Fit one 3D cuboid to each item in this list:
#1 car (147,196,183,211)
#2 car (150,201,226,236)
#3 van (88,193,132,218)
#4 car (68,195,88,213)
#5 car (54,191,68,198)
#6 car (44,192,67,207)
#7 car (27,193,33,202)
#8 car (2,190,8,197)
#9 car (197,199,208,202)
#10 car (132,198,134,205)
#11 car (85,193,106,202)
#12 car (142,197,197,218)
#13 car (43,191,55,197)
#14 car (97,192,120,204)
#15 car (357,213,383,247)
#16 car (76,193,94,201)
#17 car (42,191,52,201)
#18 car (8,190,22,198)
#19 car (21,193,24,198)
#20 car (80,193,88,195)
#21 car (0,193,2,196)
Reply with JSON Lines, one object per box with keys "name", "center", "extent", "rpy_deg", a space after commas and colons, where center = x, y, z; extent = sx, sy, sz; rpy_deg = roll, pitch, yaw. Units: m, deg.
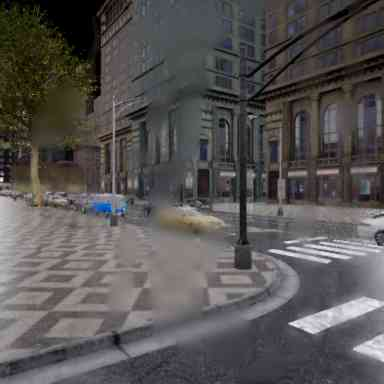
{"name": "car", "center": [-3.018, 1.220, 36.647], "extent": [1.887, 1.381, 4.507], "rpy_deg": [1, 0, -35]}
{"name": "car", "center": [-0.155, 1.396, 17.813], "extent": [1.752, 1.417, 4.829], "rpy_deg": [1, 0, -35]}
{"name": "van", "center": [-6.735, 1.089, 27.133], "extent": [1.690, 1.788, 3.998], "rpy_deg": [1, 0, -35]}
{"name": "car", "center": [-9.978, 1.228, 31.722], "extent": [2.008, 1.369, 4.403], "rpy_deg": [1, 0, -35]}
{"name": "car", "center": [-28.947, 0.584, 73.351], "extent": [1.887, 1.381, 4.507], "rpy_deg": [1, 0, -35]}
{"name": "car", "center": [-16.363, 1.049, 40.763], "extent": [1.752, 1.417, 4.829], "rpy_deg": [1, 0, -35]}
{"name": "car", "center": [-22.943, 0.909, 50.078], "extent": [2.008, 1.369, 4.403], "rpy_deg": [1, 0, -35]}
{"name": "car", "center": [-42.388, 0.328, 77.605], "extent": [1.967, 1.590, 4.097], "rpy_deg": [1, 0, -35]}
{"name": "car", "center": [0.221, 1.312, 32.060], "extent": [1.947, 1.339, 4.313], "rpy_deg": [1, 0, -35]}
{"name": "car", "center": [-9.502, 1.070, 45.826], "extent": [2.008, 1.369, 4.403], "rpy_deg": [1, 0, -35]}
{"name": "car", "center": [-15.984, 0.907, 55.001], "extent": [2.008, 1.369, 4.403], "rpy_deg": [1, 0, -35]}
{"name": "car", "center": [-2.092, 1.287, 25.157], "extent": [2.128, 1.511, 4.902], "rpy_deg": [0, 1, -35]}
{"name": "car", "center": [-35.429, 0.468, 82.526], "extent": [1.802, 1.307, 4.206], "rpy_deg": [1, 0, -35]}
{"name": "car", "center": [-12.741, 0.877, 50.414], "extent": [1.967, 1.590, 4.097], "rpy_deg": [1, 0, -35]}
{"name": "car", "center": [9.187, 1.494, 13.290], "extent": [4.674, 1.442, 1.812], "rpy_deg": [1, 1, 29]}
{"name": "car", "center": [-19.225, 0.857, 59.589], "extent": [1.802, 1.307, 4.206], "rpy_deg": [1, 0, -35]}
{"name": "car", "center": [-19.702, 0.990, 45.490], "extent": [2.008, 1.369, 4.403], "rpy_deg": [1, 0, -35]}
{"name": "car", "center": [-35.905, 0.481, 68.429], "extent": [1.967, 1.590, 4.097], "rpy_deg": [1, 0, -35]}
{"name": "car", "center": [-26.184, 0.828, 54.666], "extent": [2.008, 1.369, 4.403], "rpy_deg": [1, 0, -35]}
{"name": "car", "center": [-15.626, 1.050, 44.422], "extent": [1.994, 1.385, 4.181], "rpy_deg": [0, 1, -35]}
{"name": "car", "center": [-45.630, 0.252, 82.194], "extent": [1.967, 1.590, 4.097], "rpy_deg": [1, 0, -35]}
